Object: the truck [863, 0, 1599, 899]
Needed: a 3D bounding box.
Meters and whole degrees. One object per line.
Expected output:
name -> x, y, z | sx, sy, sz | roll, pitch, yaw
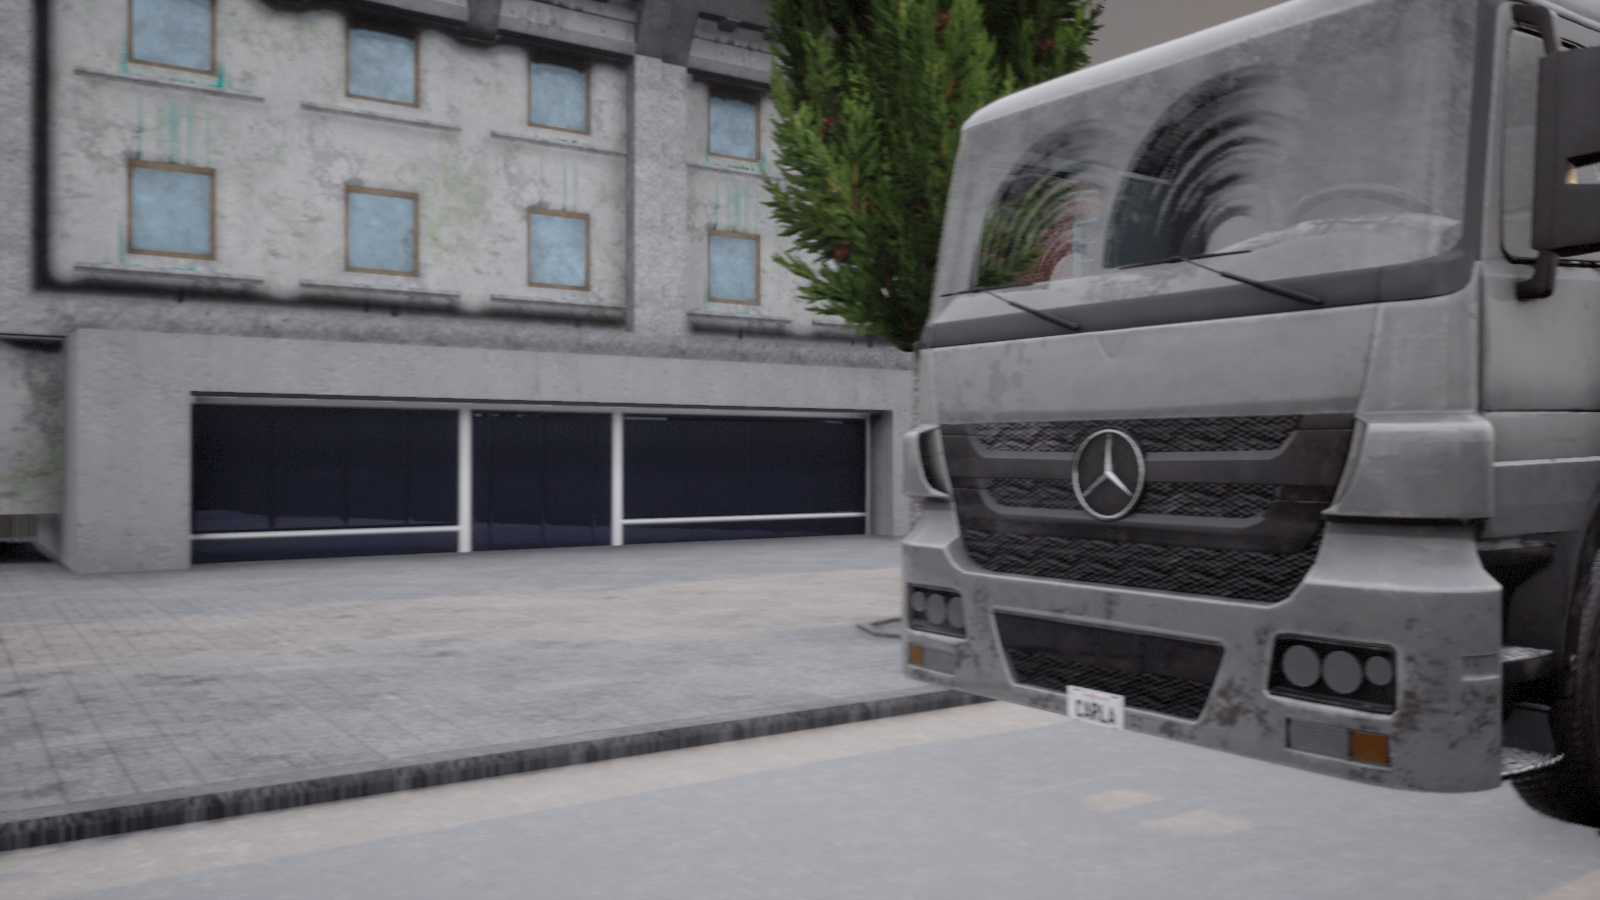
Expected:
truck -> 4.402, -0.228, 7.336 | 7.936, 3.462, 2.891 | 0, 0, -35
